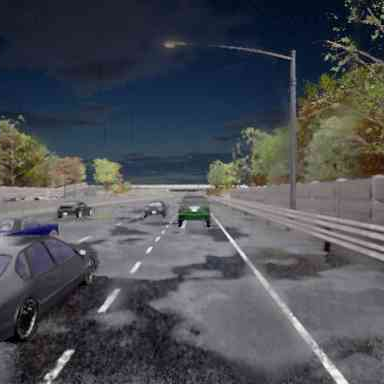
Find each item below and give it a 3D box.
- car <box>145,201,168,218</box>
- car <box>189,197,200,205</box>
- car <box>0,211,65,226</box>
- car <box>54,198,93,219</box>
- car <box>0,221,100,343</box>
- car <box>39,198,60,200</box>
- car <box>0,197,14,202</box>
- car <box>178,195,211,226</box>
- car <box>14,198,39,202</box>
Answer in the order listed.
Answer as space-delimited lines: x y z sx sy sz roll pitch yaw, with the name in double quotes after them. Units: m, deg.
-3.197 1.549 30.406 1.812 1.442 4.674 0 0 0 "car"
0.423 1.702 62.426 1.895 1.301 4.718 0 0 0 "car"
-6.812 1.603 12.695 1.895 1.301 4.718 0 0 0 "car"
-10.204 1.519 29.222 1.837 1.490 4.892 0 0 0 "car"
-3.359 1.549 6.358 2.033 1.411 5.357 0 0 0 "car"
-20.712 1.567 50.079 1.812 1.442 4.674 0 0 1 "car"
-27.713 1.523 49.169 2.128 1.511 4.902 0 0 1 "car"
0.161 1.241 23.785 2.150 2.045 5.566 0 0 0 "car"
-24.208 1.564 49.991 1.812 1.442 4.674 0 0 1 "car"
